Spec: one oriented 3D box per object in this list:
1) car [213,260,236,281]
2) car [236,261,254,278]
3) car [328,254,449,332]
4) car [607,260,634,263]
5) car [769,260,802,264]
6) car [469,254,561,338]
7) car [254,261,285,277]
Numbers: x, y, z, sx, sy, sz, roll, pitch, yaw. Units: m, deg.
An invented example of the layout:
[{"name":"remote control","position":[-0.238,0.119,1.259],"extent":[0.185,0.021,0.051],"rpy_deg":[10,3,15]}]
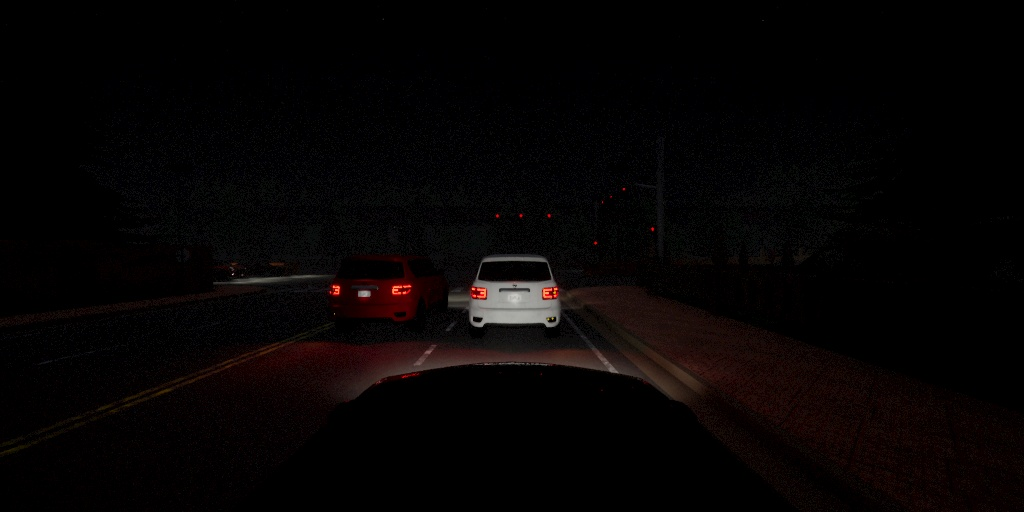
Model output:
[{"name":"car","position":[-25.077,1.228,28.119],"extent":[5.008,1.535,1.882],"rpy_deg":[0,0,0]},{"name":"car","position":[-26.017,1.102,31.628],"extent":[4.553,1.767,2.097],"rpy_deg":[0,0,0]},{"name":"car","position":[-3.420,0.971,11.003],"extent":[2.150,2.045,5.566],"rpy_deg":[0,0,0]},{"name":"car","position":[14.178,1.253,49.056],"extent":[4.892,1.490,1.837],"rpy_deg":[0,0,0]},{"name":"car","position":[37.496,1.166,48.951],"extent":[5.357,1.411,2.033],"rpy_deg":[-2,0,0]},{"name":"car","position":[0.079,0.971,10.322],"extent":[2.150,2.045,5.566],"rpy_deg":[0,0,1]},{"name":"car","position":[-24.955,1.228,35.119],"extent":[5.008,1.535,1.882],"rpy_deg":[0,0,0]}]
